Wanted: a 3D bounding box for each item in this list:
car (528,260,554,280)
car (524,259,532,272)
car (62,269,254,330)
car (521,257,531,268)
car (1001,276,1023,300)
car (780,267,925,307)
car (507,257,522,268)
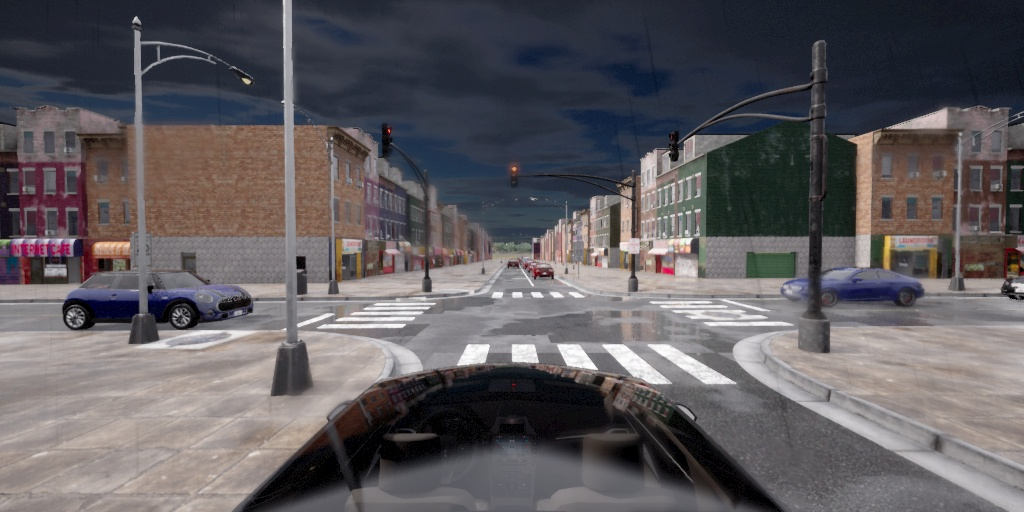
[{"bbox_3d":[2.691,1.299,31.661,1.888,1.381,4.507,0,0,0],"label":"car"},{"bbox_3d":[2.711,1.339,42.727,1.802,1.307,4.207,0,0,0],"label":"car"},{"bbox_3d":[-10.793,1.205,11.188,4.553,1.767,2.097,0,1,0],"label":"car"},{"bbox_3d":[2.732,1.305,53.791,1.888,1.381,4.507,0,0,0],"label":"car"},{"bbox_3d":[22.458,1.090,14.071,4.902,1.511,2.128,0,1,0],"label":"car"},{"bbox_3d":[13.296,1.163,14.112,4.674,1.442,1.812,0,1,1],"label":"car"},{"bbox_3d":[0.205,1.239,59.290,1.882,1.535,5.008,0,0,0],"label":"car"}]
